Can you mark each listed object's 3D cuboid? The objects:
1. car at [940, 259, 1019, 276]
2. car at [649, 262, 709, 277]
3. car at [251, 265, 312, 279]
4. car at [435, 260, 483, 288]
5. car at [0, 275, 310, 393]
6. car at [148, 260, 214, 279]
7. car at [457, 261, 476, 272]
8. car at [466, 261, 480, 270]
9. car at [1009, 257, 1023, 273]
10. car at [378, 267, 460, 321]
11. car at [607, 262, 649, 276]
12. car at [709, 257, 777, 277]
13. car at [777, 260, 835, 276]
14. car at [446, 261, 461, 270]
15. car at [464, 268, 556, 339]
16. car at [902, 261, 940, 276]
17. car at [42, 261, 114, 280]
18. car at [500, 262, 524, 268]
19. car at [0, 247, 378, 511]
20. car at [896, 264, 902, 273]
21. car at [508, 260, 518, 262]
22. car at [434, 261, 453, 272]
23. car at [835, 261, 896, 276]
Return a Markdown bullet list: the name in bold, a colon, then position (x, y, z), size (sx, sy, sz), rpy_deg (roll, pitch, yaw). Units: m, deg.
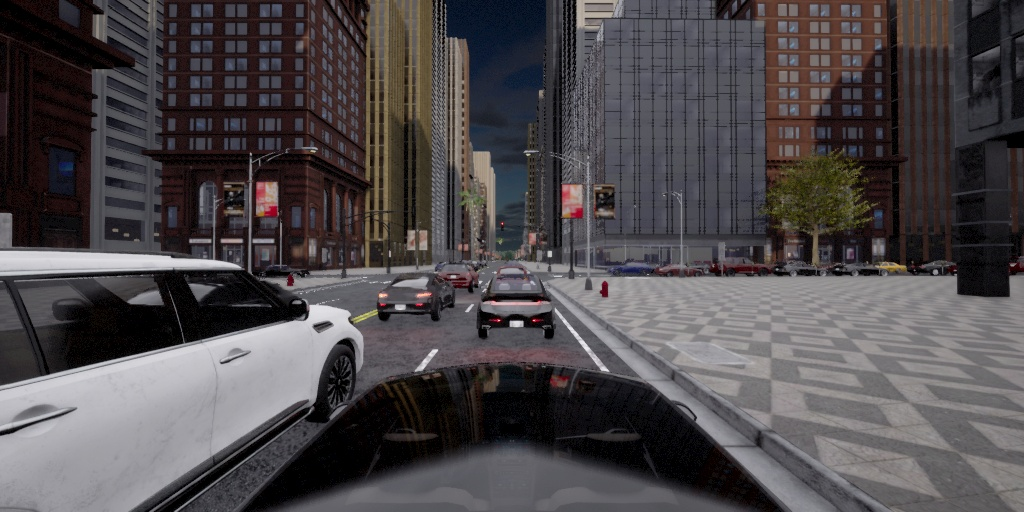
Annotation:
- **car**: position (43.497, 1.214, 33.417), size (4.507, 1.381, 1.888), rpy_deg (0, 0, -1)
- **car**: position (15.309, 1.328, 32.972), size (4.207, 1.307, 1.802), rpy_deg (0, 0, -1)
- **car**: position (-22.407, 1.527, 34.992), size (4.718, 1.301, 1.895), rpy_deg (0, -1, -3)
- **car**: position (-3.153, 1.142, 21.404), size (2.097, 1.767, 4.553), rpy_deg (0, 0, 0)
- **car**: position (-6.600, 1.259, 7.631), size (1.837, 1.490, 4.892), rpy_deg (0, -1, 0)
- **car**: position (-32.225, 1.323, 35.001), size (4.553, 1.767, 2.097), rpy_deg (0, -1, 0)
- **car**: position (-6.609, 1.463, 52.237), size (2.128, 1.511, 4.902), rpy_deg (0, 0, 0)
- **car**: position (-6.591, 1.561, 61.337), size (1.812, 1.442, 4.674), rpy_deg (0, 0, 0)
- **car**: position (49.136, 0.973, 33.505), size (5.009, 1.841, 2.192), rpy_deg (0, 0, -1)
- **car**: position (-3.152, 1.288, 12.423), size (1.812, 1.442, 4.674), rpy_deg (0, 0, 0)
- **car**: position (12.616, 1.349, 38.703), size (4.674, 1.442, 1.812), rpy_deg (0, -1, -1)
- **car**: position (20.947, 1.041, 33.061), size (5.009, 1.841, 2.192), rpy_deg (0, 0, -1)
- **car**: position (26.584, 1.276, 33.150), size (4.313, 1.339, 1.948), rpy_deg (0, 0, -1)
- **car**: position (-9.841, 1.558, 60.884), size (1.812, 1.442, 4.674), rpy_deg (0, 0, 0)
- **car**: position (0.097, 1.249, 10.112), size (2.128, 1.511, 4.902), rpy_deg (0, 0, 0)
- **car**: position (42.846, 1.206, 36.032), size (4.892, 1.490, 1.837), rpy_deg (0, -1, -1)
- **car**: position (-42.279, 1.370, 35.020), size (4.553, 1.767, 2.097), rpy_deg (0, -1, 1)
- **car**: position (-0.005, 1.260, 19.613), size (1.882, 1.535, 5.008), rpy_deg (0, 0, 0)
- **car**: position (-3.155, 0.972, 2.645), size (2.150, 2.045, 5.566), rpy_deg (0, 0, 0)
- **car**: position (43.199, 1.296, 41.937), size (4.829, 1.417, 1.751), rpy_deg (0, 0, -1)
- **car**: position (0.097, 1.310, 50.192), size (2.097, 1.767, 4.553), rpy_deg (0, 0, -2)
- **car**: position (-9.849, 1.496, 51.961), size (1.812, 1.442, 4.674), rpy_deg (0, 0, 0)
- **car**: position (32.221, 1.260, 33.239), size (4.313, 1.339, 1.948), rpy_deg (0, 0, -1)
